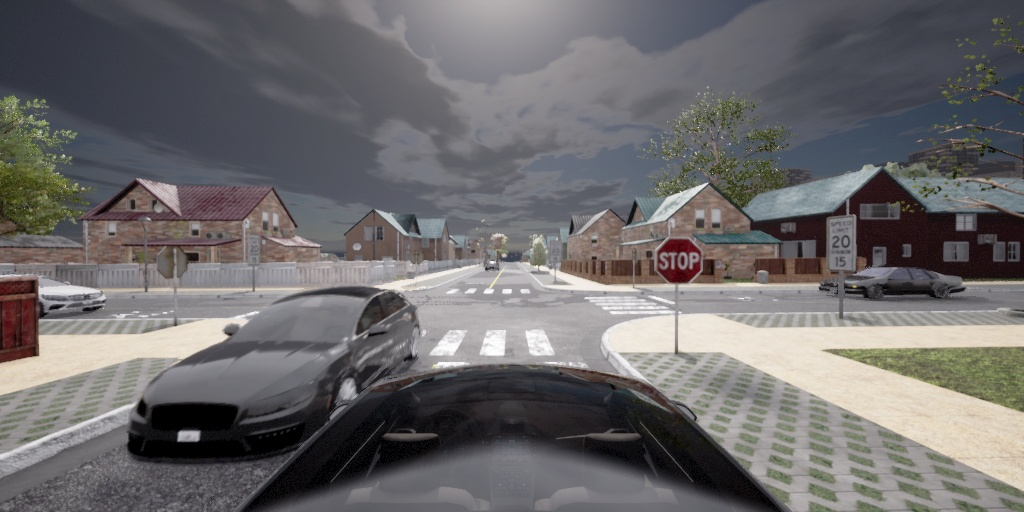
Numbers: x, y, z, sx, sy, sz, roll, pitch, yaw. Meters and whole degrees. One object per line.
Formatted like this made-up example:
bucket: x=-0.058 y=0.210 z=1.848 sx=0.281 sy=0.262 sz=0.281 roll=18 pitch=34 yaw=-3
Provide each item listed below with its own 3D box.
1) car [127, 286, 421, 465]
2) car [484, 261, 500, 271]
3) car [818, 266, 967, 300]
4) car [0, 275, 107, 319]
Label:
car: x=-2.751 y=1.279 z=5.479 sx=1.837 sy=1.490 sz=4.892 roll=0 pitch=0 yaw=0
car: x=-2.743 y=1.396 z=50.081 sx=1.994 sy=1.385 sz=4.181 roll=0 pitch=0 yaw=0
car: x=17.304 y=1.188 z=16.419 sx=5.357 sy=1.411 sz=2.033 roll=0 pitch=1 yaw=-2
car: x=-17.285 y=1.375 z=12.586 sx=4.674 sy=1.442 sz=1.812 roll=0 pitch=1 yaw=-1
